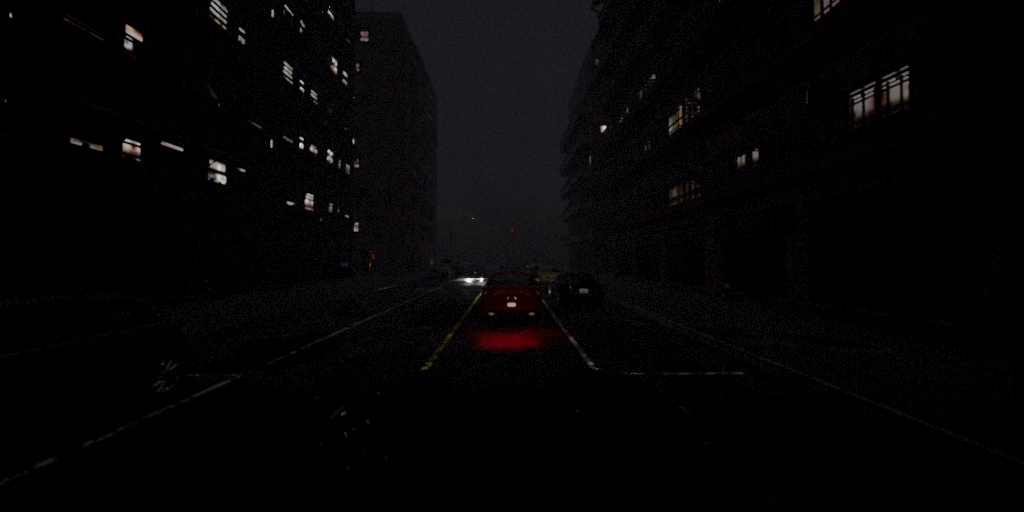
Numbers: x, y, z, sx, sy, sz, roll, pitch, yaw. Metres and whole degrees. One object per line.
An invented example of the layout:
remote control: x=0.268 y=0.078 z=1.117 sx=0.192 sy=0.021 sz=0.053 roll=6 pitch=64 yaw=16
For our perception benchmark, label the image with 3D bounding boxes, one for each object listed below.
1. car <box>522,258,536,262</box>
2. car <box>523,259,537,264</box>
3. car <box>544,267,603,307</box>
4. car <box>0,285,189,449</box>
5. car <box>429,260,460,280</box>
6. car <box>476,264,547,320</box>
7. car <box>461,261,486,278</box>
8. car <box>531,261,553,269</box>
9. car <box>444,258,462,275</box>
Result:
car: x=2.379 y=1.116 z=48.099 sx=2.192 sy=1.841 sz=5.009 roll=0 pitch=0 yaw=-1
car: x=2.488 y=1.338 z=36.964 sx=2.007 sy=1.370 sz=4.403 roll=0 pitch=0 yaw=-1
car: x=2.634 y=1.329 z=15.334 sx=1.948 sy=1.339 sz=4.313 roll=0 pitch=0 yaw=-1
car: x=-5.722 y=1.194 z=3.506 sx=1.967 sy=1.591 sz=4.097 roll=0 pitch=0 yaw=-1
car: x=-6.105 y=1.335 z=31.345 sx=2.007 sy=1.370 sz=4.403 roll=0 pitch=0 yaw=-1
car: x=-0.024 y=1.239 z=12.763 sx=1.882 sy=1.535 sz=5.008 roll=0 pitch=0 yaw=0
car: x=-3.418 y=1.351 z=34.792 sx=1.994 sy=1.385 sz=4.181 roll=0 pitch=0 yaw=-1
car: x=2.595 y=1.300 z=25.998 sx=1.751 sy=1.417 sz=4.829 roll=0 pitch=0 yaw=-1
car: x=-6.160 y=1.106 z=36.912 sx=2.192 sy=1.841 sz=5.009 roll=0 pitch=0 yaw=-1
